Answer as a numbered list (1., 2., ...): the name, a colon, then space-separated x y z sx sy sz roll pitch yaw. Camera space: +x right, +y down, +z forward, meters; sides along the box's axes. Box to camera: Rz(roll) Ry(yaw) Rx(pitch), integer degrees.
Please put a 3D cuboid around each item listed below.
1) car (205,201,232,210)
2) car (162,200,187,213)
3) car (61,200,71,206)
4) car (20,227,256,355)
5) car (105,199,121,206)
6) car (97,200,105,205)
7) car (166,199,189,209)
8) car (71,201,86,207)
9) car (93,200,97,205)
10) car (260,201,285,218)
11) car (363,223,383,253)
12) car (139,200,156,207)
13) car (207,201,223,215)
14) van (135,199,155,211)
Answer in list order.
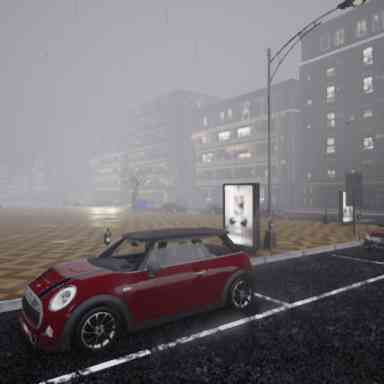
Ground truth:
1. car: 4.025 2.058 50.891 1.802 1.307 4.206 -2 0 -36
2. car: -2.431 2.086 45.250 1.887 1.381 4.507 -2 0 -36
3. car: -32.523 2.832 86.219 1.887 1.381 4.507 -2 0 -36
4. car: -0.809 1.436 6.013 4.097 1.590 1.967 0 0 -36
5. car: -19.172 2.489 82.224 1.967 1.590 4.097 -2 0 -36
6. car: -22.472 2.697 86.707 1.947 1.339 4.313 -2 0 -36
7. car: -2.646 2.080 59.812 1.967 1.590 4.097 -2 0 -36
8. car: -25.914 2.673 77.253 2.008 1.369 4.403 -2 0 -36
9. car: -25.777 2.758 91.190 1.887 1.381 4.507 -2 0 -36
10. car: 7.025 1.859 32.345 2.008 1.369 4.403 -2 0 -36
11. car: 8.138 1.565 12.508 4.206 1.307 1.802 0 0 -36
12. car: -9.255 2.385 68.775 1.802 1.307 4.206 -2 0 -36
13. car: 3.721 1.940 36.828 2.008 1.369 4.403 -2 0 -36
14. van: -7.410 2.005 52.094 1.690 1.788 3.998 -2 0 -36
